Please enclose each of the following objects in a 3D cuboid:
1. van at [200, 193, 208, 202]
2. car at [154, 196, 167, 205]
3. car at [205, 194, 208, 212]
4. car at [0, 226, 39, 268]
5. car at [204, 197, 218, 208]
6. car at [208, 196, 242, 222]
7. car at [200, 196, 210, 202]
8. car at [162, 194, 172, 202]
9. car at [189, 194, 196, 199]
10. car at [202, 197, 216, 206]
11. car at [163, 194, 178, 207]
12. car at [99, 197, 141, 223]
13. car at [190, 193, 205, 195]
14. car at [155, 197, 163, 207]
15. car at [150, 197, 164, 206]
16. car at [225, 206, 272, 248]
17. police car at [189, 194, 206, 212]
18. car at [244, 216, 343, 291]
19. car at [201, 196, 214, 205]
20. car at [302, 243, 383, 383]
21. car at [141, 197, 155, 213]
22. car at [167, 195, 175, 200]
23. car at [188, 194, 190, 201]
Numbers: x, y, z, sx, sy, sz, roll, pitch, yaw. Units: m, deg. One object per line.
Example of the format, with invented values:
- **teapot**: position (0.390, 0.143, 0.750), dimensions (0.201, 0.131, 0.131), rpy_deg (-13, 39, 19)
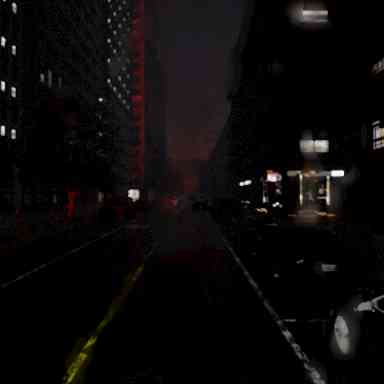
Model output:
- **van**: position (2.747, 1.228, 76.652), dimensions (1.690, 1.788, 3.998), rpy_deg (1, 0, 0)
- **car**: position (-5.647, 1.488, 59.721), dimensions (1.947, 1.339, 4.313), rpy_deg (1, 0, 0)
- **car**: position (2.720, 1.282, 31.399), dimensions (2.192, 1.841, 5.009), rpy_deg (1, 0, 0)
- **car**: position (-5.743, 1.519, 8.641), dimensions (1.752, 1.417, 4.829), rpy_deg (1, 0, 0)
- **car**: position (2.728, 1.467, 48.539), dimensions (1.752, 1.417, 4.829), rpy_deg (1, 0, 0)
- **car**: position (2.717, 1.289, 25.742), dimensions (2.192, 1.841, 5.009), rpy_deg (1, 0, 0)
- **car**: position (2.740, 1.464, 70.995), dimensions (1.947, 1.339, 4.313), rpy_deg (1, 0, 0)
- **car**: position (-5.635, 1.327, 76.693), dimensions (1.967, 1.590, 4.097), rpy_deg (1, 0, 0)
- **car**: position (0.051, 1.293, 89.593), dimensions (1.895, 1.301, 4.718), rpy_deg (0, 0, 0)
- **car**: position (2.731, 1.498, 54.025), dimensions (1.947, 1.339, 4.313), rpy_deg (1, 0, 0)
- **car**: position (-3.053, 1.417, 49.986), dimensions (1.882, 1.535, 5.008), rpy_deg (0, 0, 0)
- **car**: position (-5.663, 1.290, 25.780), dimensions (2.192, 1.841, 5.009), rpy_deg (1, 0, 0)
- **car**: position (0.927, 1.398, 48.157), dimensions (1.801, 1.575, 5.366), rpy_deg (0, 0, 0)
- **car**: position (-5.654, 1.525, 48.407), dimensions (1.802, 1.307, 4.206), rpy_deg (1, 0, 0)
- **car**: position (-5.650, 1.478, 54.064), dimensions (1.887, 1.381, 4.507), rpy_deg (1, 0, 0)
- **car**: position (2.731, 1.532, 14.430), dimensions (1.887, 1.381, 4.507), rpy_deg (1, 0, 0)
- **police car**: position (0.921, 1.384, 38.076), dimensions (1.930, 1.638, 5.238), rpy_deg (0, 0, 0)
- **car**: position (2.771, 1.559, 8.774), dimensions (1.947, 1.339, 4.313), rpy_deg (1, 0, 0)
- **car**: position (2.734, 1.472, 59.682), dimensions (2.008, 1.369, 4.403), rpy_deg (1, 0, 0)
- **car**: position (2.812, 1.549, 3.117), dimensions (2.008, 1.369, 4.403), rpy_deg (1, 0, 0)
- **car**: position (-5.659, 1.505, 37.094), dimensions (1.887, 1.381, 4.507), rpy_deg (1, 0, 0)
- **car**: position (-5.630, 1.444, 88.006), dimensions (1.802, 1.307, 4.206), rpy_deg (1, 0, 0)
- **car**: position (0.042, 1.208, 74.562), dimensions (1.882, 1.535, 5.008), rpy_deg (0, 0, 0)
